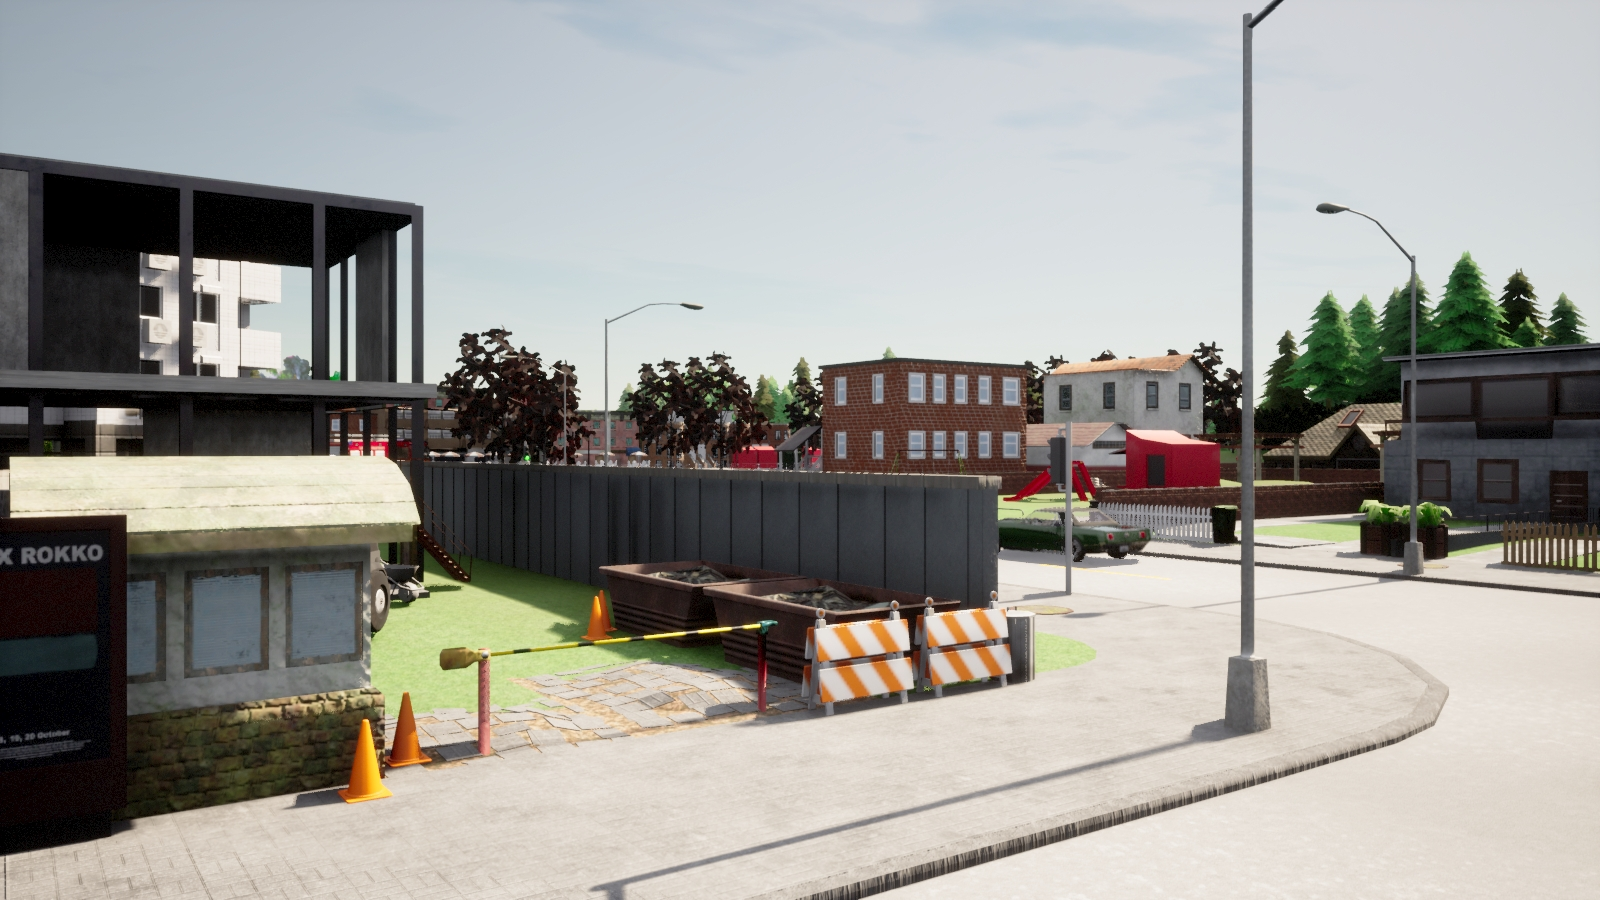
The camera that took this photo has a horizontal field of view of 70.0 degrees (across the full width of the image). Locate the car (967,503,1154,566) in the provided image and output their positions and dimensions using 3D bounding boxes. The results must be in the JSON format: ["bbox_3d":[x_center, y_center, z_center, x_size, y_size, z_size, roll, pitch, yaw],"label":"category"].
[{"bbox_3d":[6.695,2.146,29.905,1.895,1.301,4.718,0,0,-35],"label":"car"}]
